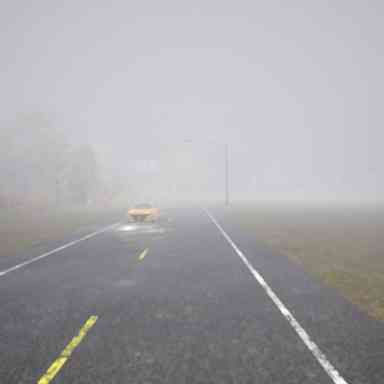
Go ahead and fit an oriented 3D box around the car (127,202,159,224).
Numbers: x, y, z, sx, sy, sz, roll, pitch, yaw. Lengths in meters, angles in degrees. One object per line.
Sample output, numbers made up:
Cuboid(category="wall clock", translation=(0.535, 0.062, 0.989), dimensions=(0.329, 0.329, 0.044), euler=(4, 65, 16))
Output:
Cuboid(category="car", translation=(-3.590, 1.479, 25.092), dimensions=(1.882, 1.535, 5.008), euler=(0, 0, 0))
